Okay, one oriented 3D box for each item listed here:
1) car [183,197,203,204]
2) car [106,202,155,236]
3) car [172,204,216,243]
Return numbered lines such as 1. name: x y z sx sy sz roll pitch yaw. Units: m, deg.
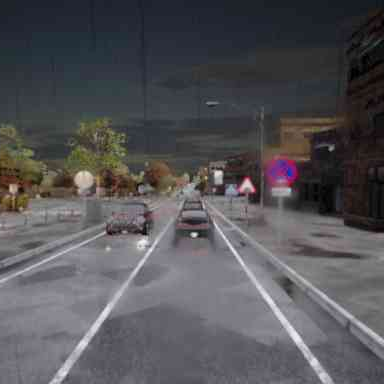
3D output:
1. car: 0.089 1.231 33.239 2.128 1.511 4.902 0 3 0
2. car: -3.355 1.393 18.783 2.097 1.767 4.553 0 0 0
3. car: 0.093 1.549 16.411 1.837 1.490 4.892 0 0 0
